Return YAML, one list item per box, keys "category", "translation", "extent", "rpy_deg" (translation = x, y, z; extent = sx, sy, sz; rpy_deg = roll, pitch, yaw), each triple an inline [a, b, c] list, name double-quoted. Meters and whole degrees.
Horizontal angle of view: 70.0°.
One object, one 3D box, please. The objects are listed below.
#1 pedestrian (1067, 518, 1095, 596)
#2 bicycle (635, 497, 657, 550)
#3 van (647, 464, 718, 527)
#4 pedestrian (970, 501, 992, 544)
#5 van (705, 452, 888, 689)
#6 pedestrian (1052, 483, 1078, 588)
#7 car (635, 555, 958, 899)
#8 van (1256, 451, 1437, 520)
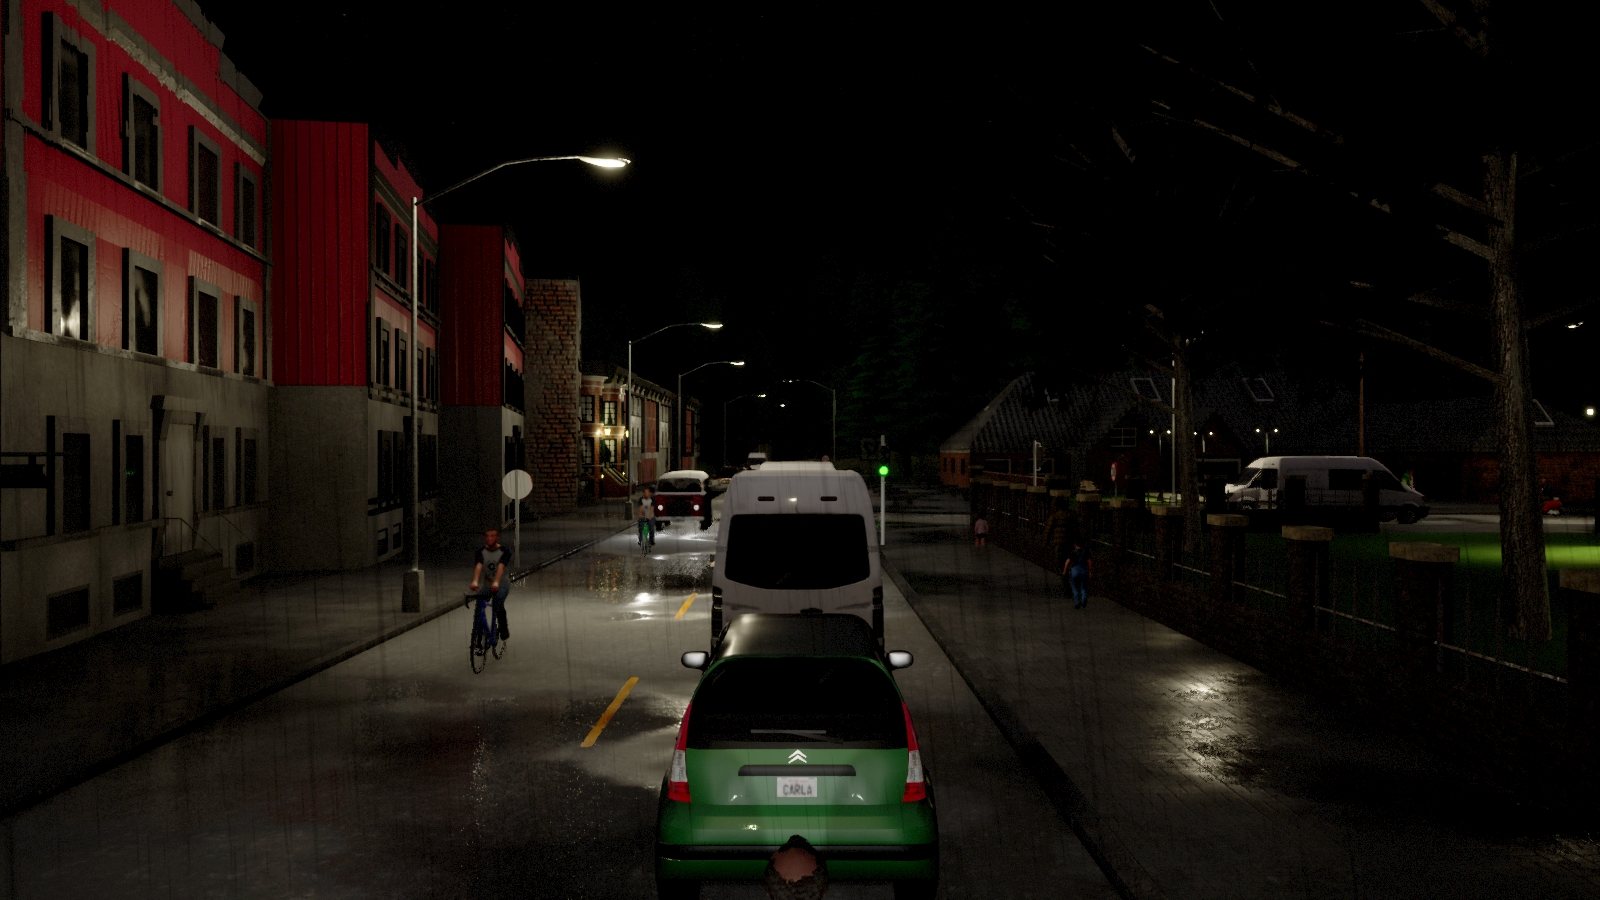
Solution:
- category: "pedestrian"
  translation: [4.761, 1.805, 19.350]
  extent: [0.375, 1.300, 0.375]
  rpy_deg: [0, 0, 0]
- category: "bicycle"
  translation: [-4.071, 1.936, 30.253]
  extent: [0.373, 1.296, 1.643]
  rpy_deg: [0, 0, 0]
- category: "van"
  translation: [-4.100, 1.562, 40.532]
  extent: [2.069, 2.038, 4.480]
  rpy_deg: [0, 0, -1]
- category: "pedestrian"
  translation: [4.745, 1.904, 29.971]
  extent: [0.500, 1.100, 0.500]
  rpy_deg: [0, 0, 0]
- category: "van"
  translation: [-0.049, 1.315, 15.395]
  extent: [1.988, 2.561, 5.915]
  rpy_deg: [0, 0, 0]
- category: "pedestrian"
  translation: [4.758, 1.525, 20.526]
  extent: [0.375, 1.860, 0.375]
  rpy_deg: [0, 0, 0]
- category: "car"
  translation: [-0.023, 1.779, 8.527]
  extent: [1.851, 1.617, 3.988]
  rpy_deg: [0, 0, 0]
- category: "van"
  translation: [20.730, 1.315, 43.530]
  extent: [5.915, 2.561, 1.988]
  rpy_deg: [0, 0, 1]
